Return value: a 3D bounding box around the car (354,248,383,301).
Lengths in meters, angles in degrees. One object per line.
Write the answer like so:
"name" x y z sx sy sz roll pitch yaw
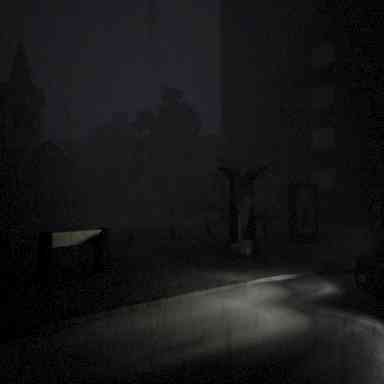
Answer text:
"car" 5.873 1.435 6.547 5.008 1.535 1.882 0 -1 1
